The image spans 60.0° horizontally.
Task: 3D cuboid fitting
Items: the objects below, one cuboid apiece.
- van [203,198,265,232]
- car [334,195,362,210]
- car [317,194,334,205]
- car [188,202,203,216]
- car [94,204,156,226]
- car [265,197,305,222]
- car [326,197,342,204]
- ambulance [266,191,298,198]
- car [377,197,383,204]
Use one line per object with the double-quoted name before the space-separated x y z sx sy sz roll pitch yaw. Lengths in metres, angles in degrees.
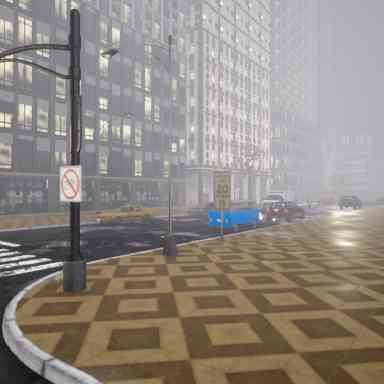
"van" 2.652 1.368 20.247 1.690 1.788 3.998 0 0 38
"car" 21.218 1.369 44.490 2.192 1.841 5.009 0 0 38
"car" 25.176 1.381 62.520 2.192 1.841 5.009 0 0 38
"car" 1.384 1.604 31.685 1.802 1.307 4.206 0 0 38
"car" -4.733 1.540 23.969 1.752 1.417 4.829 0 0 38
"car" 7.623 1.472 26.870 1.967 1.590 4.097 0 0 38
"car" 28.575 1.625 66.924 2.008 1.369 4.403 0 0 38
"ambulance" 10.254 1.063 38.979 2.351 2.431 6.366 0 0 38
"car" 38.211 1.659 66.514 1.947 1.339 4.313 0 0 38
